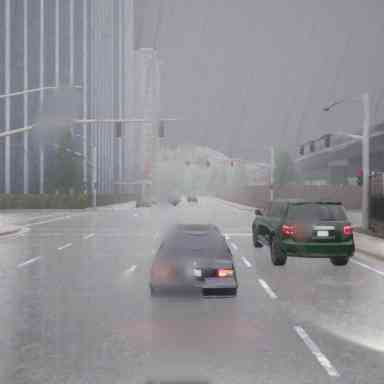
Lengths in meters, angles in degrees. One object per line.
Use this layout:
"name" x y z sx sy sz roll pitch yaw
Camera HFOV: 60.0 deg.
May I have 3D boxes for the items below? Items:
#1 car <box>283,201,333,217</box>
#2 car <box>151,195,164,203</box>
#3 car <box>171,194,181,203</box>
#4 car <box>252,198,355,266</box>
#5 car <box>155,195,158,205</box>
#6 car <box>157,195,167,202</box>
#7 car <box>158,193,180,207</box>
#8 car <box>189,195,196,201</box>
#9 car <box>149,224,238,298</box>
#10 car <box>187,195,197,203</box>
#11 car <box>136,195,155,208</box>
"car" 11.127 1.616 32.107 4.181 1.385 1.994 0 0 -2
"car" -6.992 1.491 68.052 2.128 1.511 4.902 0 0 0
"car" -3.478 1.355 72.579 2.097 1.767 4.553 0 0 0
"car" 3.575 1.221 11.697 2.150 2.045 5.566 0 0 1
"car" -7.061 1.352 58.115 2.097 1.767 4.553 0 0 0
"car" -6.976 1.516 78.290 1.812 1.442 4.674 0 0 0
"car" -3.572 1.221 52.851 2.150 2.045 5.566 0 0 0
"car" 0.027 1.500 88.927 1.837 1.490 4.892 0 0 0
"car" 0.057 1.547 8.664 2.033 1.411 5.357 0 0 1
"car" 0.023 1.355 72.277 2.097 1.767 4.553 0 0 0
"car" -7.077 1.504 48.923 1.837 1.490 4.892 0 0 0
